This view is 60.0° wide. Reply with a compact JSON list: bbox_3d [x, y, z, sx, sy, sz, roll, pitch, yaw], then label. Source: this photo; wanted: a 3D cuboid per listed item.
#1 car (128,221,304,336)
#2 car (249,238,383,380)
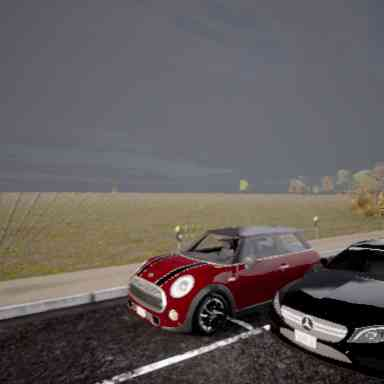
[{"bbox_3d":[0.791,1.452,6.652,4.097,1.590,1.967,0,1,-35],"label":"car"},{"bbox_3d":[3.282,1.541,5.413,4.674,1.442,1.812,0,0,-35],"label":"car"}]
